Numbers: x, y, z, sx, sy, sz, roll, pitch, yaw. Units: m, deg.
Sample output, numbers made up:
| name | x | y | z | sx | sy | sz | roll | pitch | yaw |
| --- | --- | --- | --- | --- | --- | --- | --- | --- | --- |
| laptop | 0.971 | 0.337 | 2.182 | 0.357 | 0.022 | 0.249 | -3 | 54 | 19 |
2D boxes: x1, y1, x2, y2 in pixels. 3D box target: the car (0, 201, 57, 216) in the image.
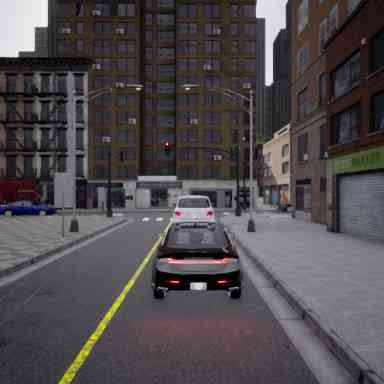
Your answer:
| name | x | y | z | sx | sy | sz | roll | pitch | yaw |
| --- | --- | --- | --- | --- | --- | --- | --- | --- | --- |
| car | -15.487 | 1.576 | 31.649 | 5.008 | 1.535 | 1.882 | 0 | 0 | -2 |

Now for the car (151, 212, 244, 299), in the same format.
| name | x | y | z | sx | sy | sz | roll | pitch | yaw |
| --- | --- | --- | --- | --- | --- | --- | --- | --- | --- |
| car | 0.097 | 1.490 | 8.440 | 2.128 | 1.511 | 4.902 | 0 | 0 | 0 |

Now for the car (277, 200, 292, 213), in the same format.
| name | x | y | z | sx | sy | sz | roll | pitch | yaw |
| --- | --- | --- | --- | --- | --- | --- | --- | --- | --- |
| car | 11.482 | 1.378 | 35.216 | 4.892 | 1.490 | 1.837 | -1 | 0 | -2 |

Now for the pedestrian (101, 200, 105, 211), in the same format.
| name | x | y | z | sx | sy | sz | roll | pitch | yaw |
| --- | --- | --- | --- | --- | --- | --- | --- | --- | --- |
| pedestrian | -10.174 | 1.496 | 37.960 | 0.375 | 1.300 | 0.375 | 0 | 0 | -1 |

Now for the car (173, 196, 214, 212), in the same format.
| name | x | y | z | sx | sy | sz | roll | pitch | yaw |
| --- | --- | --- | --- | --- | --- | --- | --- | --- | --- |
| car | 0.092 | 1.214 | 18.894 | 2.150 | 2.045 | 5.566 | 0 | 0 | 0 |
